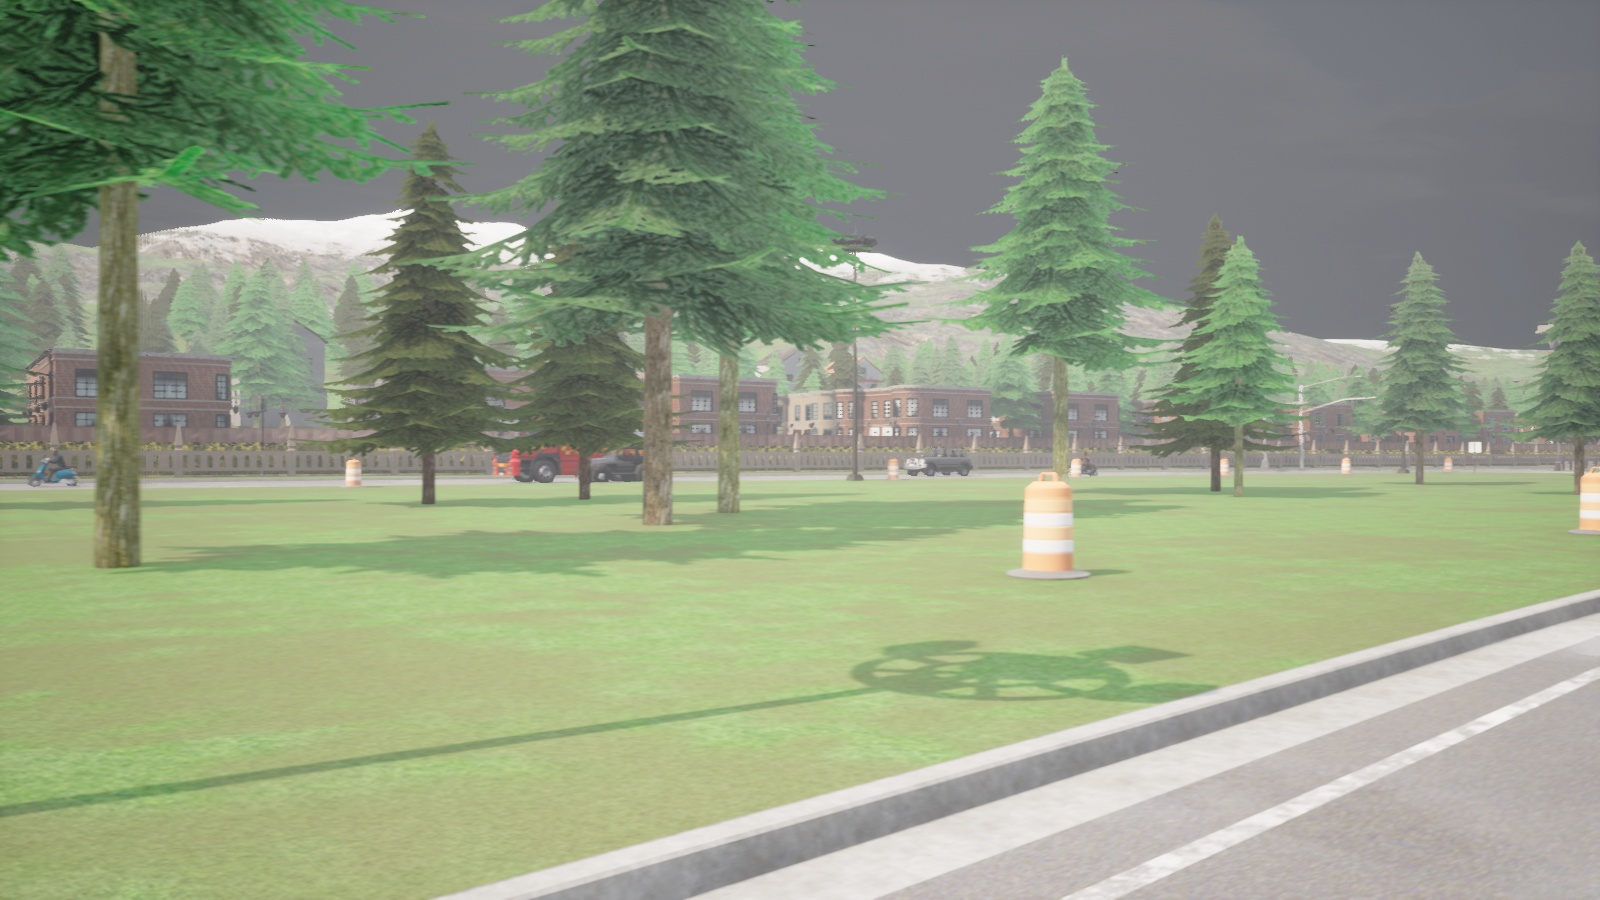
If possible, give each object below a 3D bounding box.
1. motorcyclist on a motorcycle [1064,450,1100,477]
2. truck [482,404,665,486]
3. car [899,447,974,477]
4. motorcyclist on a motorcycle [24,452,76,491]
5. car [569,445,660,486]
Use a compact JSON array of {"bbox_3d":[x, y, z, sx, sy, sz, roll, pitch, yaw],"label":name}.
[{"bbox_3d":[17.542,0.851,78.129,2.350,1.649,0.766,0,0,-35],"label":"motorcyclist on a motorcycle"},{"bbox_3d":[-11.157,-0.243,62.314,8.468,3.827,2.891,0,0,-35],"label":"truck"},{"bbox_3d":[8.771,0.742,80.534,4.605,1.855,1.932,0,0,-35],"label":"car"},{"bbox_3d":[-31.325,0.893,52.463,1.817,1.590,0.866,0,0,-35],"label":"motorcyclist on a motorcycle"},{"bbox_3d":[-8.803,0.706,59.686,3.866,1.878,1.905,0,0,-35],"label":"car"}]
